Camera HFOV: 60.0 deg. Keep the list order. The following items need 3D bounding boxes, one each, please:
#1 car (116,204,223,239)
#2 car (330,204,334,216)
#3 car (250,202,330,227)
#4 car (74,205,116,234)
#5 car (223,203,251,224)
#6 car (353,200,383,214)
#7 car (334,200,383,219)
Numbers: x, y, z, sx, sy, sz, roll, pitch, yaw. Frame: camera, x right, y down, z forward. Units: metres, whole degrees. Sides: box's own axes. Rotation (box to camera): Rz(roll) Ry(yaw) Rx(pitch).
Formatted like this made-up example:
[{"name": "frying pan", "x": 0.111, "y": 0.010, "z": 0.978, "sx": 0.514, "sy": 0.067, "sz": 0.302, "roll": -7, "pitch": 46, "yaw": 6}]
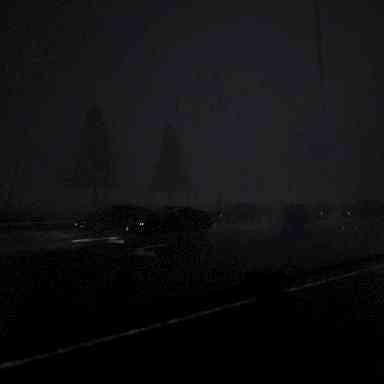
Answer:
[{"name": "car", "x": -1.092, "y": 1.492, "z": 17.315, "sx": 4.902, "sy": 1.511, "sz": 2.128, "roll": 0, "pitch": 0, "yaw": -35}, {"name": "car", "x": 11.446, "y": 1.601, "z": 30.518, "sx": 4.718, "sy": 1.301, "sz": 1.895, "roll": 0, "pitch": 0, "yaw": -35}, {"name": "car", "x": 6.851, "y": 1.547, "z": 22.970, "sx": 5.357, "sy": 1.411, "sz": 2.033, "roll": 0, "pitch": 0, "yaw": -35}, {"name": "car", "x": -4.285, "y": 1.505, "z": 19.341, "sx": 4.892, "sy": 1.490, "sz": 1.837, "roll": 0, "pitch": 0, "yaw": -35}, {"name": "car", "x": 3.653, "y": 1.547, "z": 24.987, "sx": 5.357, "sy": 1.411, "sz": 2.033, "roll": 0, "pitch": 0, "yaw": -35}, {"name": "car", "x": 19.654, "y": 1.564, "z": 36.279, "sx": 4.181, "sy": 1.385, "sz": 1.994, "roll": 0, "pitch": 0, "yaw": -35}, {"name": "car", "x": 14.851, "y": 1.491, "z": 28.649, "sx": 4.902, "sy": 1.511, "sz": 2.128, "roll": 0, "pitch": 0, "yaw": -35}]
